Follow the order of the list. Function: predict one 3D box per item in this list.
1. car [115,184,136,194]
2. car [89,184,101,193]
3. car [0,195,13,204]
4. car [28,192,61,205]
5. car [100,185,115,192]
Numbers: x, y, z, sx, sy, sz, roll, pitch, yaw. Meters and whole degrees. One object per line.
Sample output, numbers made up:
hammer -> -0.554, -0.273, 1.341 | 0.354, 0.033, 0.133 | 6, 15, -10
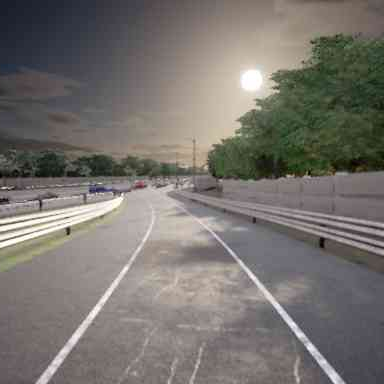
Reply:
car -> -15.355, -0.423, 76.838 | 1.994, 1.385, 4.181 | 0, 3, 11
car -> -22.214, -0.786, 78.228 | 2.150, 2.045, 5.566 | 0, 3, 11
car -> -28.189, 1.099, 48.239 | 2.128, 1.511, 4.902 | 0, 3, 11
car -> -21.154, 1.191, 47.728 | 1.895, 1.301, 4.718 | 0, 3, 11
car -> -18.786, -0.515, 77.524 | 1.882, 1.535, 5.008 | 0, 3, 11
